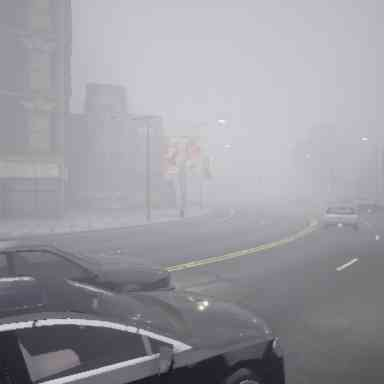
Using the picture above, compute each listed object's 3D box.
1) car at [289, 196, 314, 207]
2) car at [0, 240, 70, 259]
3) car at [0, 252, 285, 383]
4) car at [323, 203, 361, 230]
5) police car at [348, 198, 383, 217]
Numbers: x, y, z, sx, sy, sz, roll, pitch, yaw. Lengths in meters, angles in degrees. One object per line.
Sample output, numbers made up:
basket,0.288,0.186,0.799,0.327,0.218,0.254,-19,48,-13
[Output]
car,16.071,1.317,49.168,2.097,1.767,4.553,0,0,-8
car,-2.940,1.541,5.518,5.357,1.411,2.033,0,0,-36
car,-1.313,1.489,2.665,4.902,1.511,2.128,0,0,-35
car,9.376,1.588,20.981,1.895,1.301,4.718,0,0,25
police car,15.929,1.406,31.530,1.930,1.638,5.238,0,0,11
